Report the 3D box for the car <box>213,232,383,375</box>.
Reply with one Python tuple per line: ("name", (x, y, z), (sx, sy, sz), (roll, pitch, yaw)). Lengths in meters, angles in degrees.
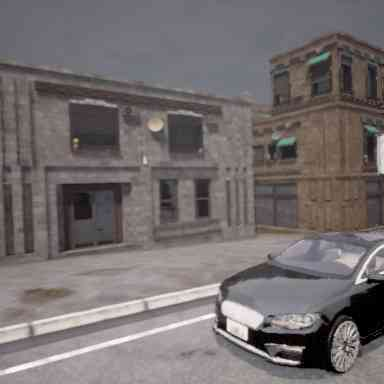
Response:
("car", (2.576, 1.489, 5.661), (4.902, 1.511, 2.128), (0, 0, -35))
